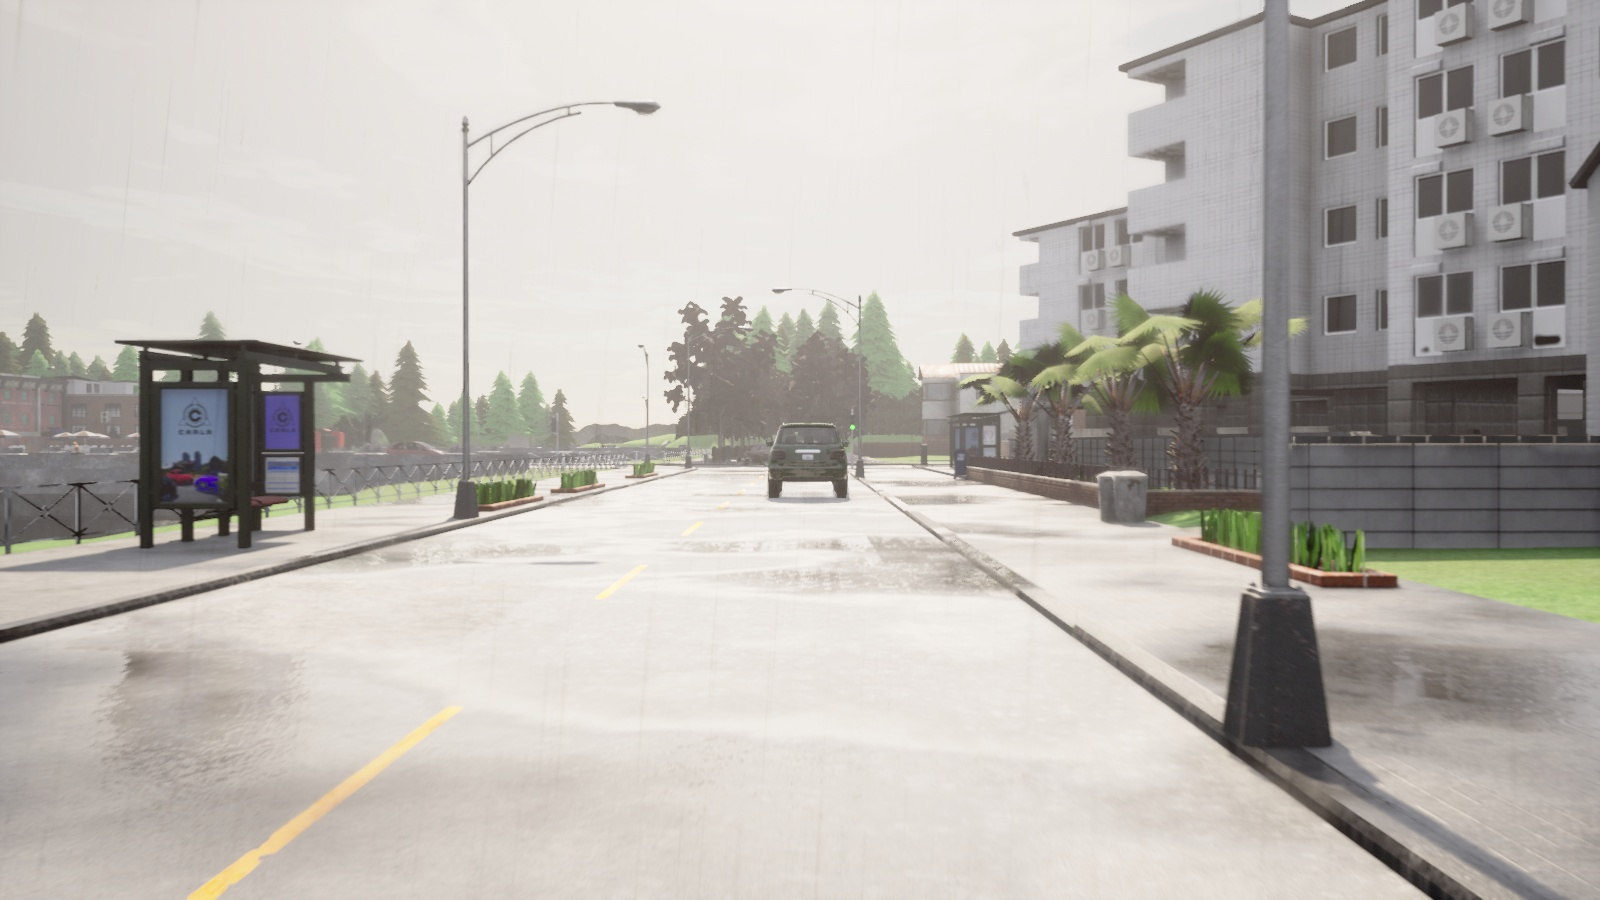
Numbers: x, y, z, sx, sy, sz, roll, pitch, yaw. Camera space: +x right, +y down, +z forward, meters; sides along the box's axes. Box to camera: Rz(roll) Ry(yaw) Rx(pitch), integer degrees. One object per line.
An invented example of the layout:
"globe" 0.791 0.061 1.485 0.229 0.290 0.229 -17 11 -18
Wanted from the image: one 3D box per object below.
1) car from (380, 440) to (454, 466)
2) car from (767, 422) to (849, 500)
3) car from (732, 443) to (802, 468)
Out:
"car" -23.599 0.189 77.468 3.988 1.617 1.851 0 0 0
"car" 0.221 0.264 35.688 2.150 2.045 5.566 0 0 0
"car" -2.079 0.305 78.009 2.163 1.488 4.792 0 0 -33
